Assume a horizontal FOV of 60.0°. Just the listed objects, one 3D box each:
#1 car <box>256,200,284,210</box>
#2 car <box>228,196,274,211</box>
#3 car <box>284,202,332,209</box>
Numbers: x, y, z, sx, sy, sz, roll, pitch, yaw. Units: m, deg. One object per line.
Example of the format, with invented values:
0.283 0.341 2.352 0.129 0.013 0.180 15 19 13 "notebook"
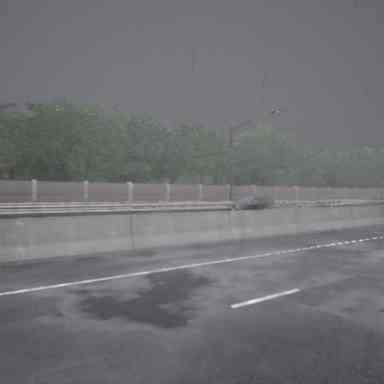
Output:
8.496 1.730 31.546 4.181 1.385 1.994 0 0 -35 "car"
6.299 1.385 34.281 5.566 2.045 2.150 0 0 -35 "car"
10.484 1.671 28.665 4.892 1.490 1.837 0 0 -35 "car"
